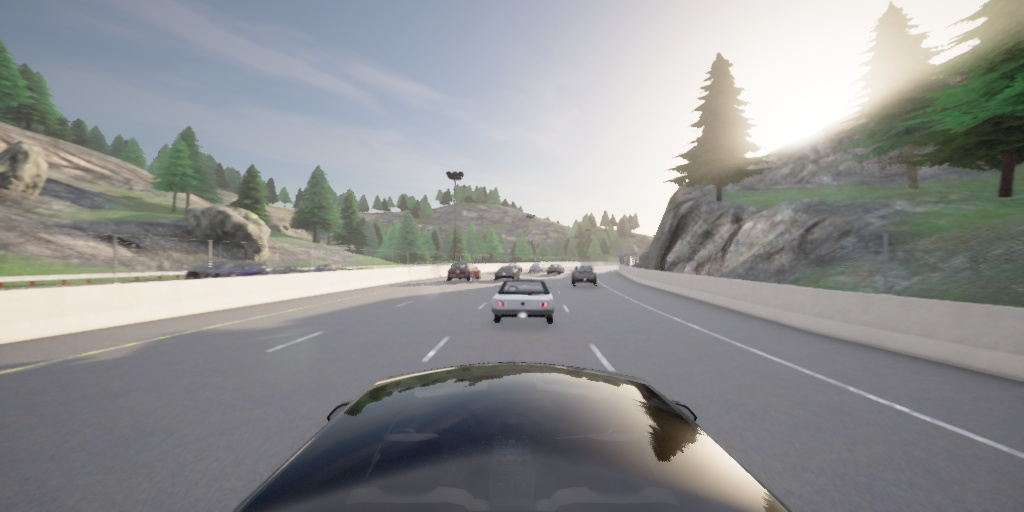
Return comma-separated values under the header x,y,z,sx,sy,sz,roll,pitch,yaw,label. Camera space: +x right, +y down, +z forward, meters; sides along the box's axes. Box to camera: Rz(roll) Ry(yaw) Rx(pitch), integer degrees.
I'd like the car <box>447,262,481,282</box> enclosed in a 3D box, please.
x,y,z,sx,sy,sz,roll,pitch,yaw,label
-4.306,1.370,32.756,2.097,1.767,4.553,0,-1,9,car

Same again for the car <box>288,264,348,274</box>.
x,y,z,sx,sy,sz,roll,pitch,yaw,label
-15.571,1.422,29.707,2.128,1.511,4.902,0,-1,8,car

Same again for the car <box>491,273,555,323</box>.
x,y,z,sx,sy,sz,roll,pitch,yaw,label
0.441,1.456,12.654,1.895,1.301,4.718,0,-1,3,car

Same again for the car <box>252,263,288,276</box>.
x,y,z,sx,sy,sz,roll,pitch,yaw,label
-19.031,1.480,30.205,1.994,1.385,4.181,0,-1,8,car

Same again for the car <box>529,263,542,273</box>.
x,y,z,sx,sy,sz,roll,pitch,yaw,label
3.833,1.781,53.278,1.812,1.442,4.674,0,0,16,car

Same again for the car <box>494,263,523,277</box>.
x,y,z,sx,sy,sz,roll,pitch,yaw,label
-0.391,1.624,34.868,1.994,1.385,4.181,0,0,10,car

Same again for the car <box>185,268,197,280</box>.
x,y,z,sx,sy,sz,roll,pitch,yaw,label
-25.889,1.245,31.598,2.097,1.767,4.553,0,-1,8,car

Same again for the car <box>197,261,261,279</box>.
x,y,z,sx,sy,sz,roll,pitch,yaw,label
-22.636,1.244,29.627,2.097,1.767,4.553,0,-1,8,car

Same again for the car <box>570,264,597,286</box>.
x,y,z,sx,sy,sz,roll,pitch,yaw,label
5.611,1.523,28.303,2.128,1.511,4.902,0,0,8,car

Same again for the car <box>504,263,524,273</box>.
x,y,z,sx,sy,sz,roll,pitch,yaw,label
0.308,1.805,53.674,1.994,1.385,4.181,0,-1,16,car

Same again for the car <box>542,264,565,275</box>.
x,y,z,sx,sy,sz,roll,pitch,yaw,label
5.831,1.760,47.529,2.033,1.411,5.357,0,-1,15,car
